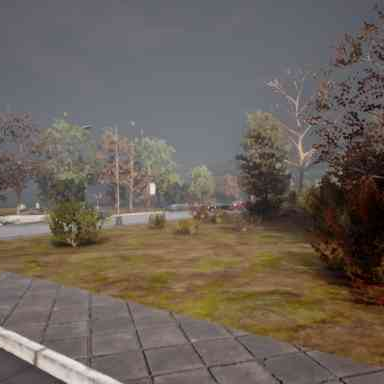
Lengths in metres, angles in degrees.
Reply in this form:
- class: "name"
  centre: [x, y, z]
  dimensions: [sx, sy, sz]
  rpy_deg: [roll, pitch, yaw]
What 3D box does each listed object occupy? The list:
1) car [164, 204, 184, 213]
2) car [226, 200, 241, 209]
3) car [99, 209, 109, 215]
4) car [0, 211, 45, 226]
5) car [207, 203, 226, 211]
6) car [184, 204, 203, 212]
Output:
- class: "car"
  centre: [-2.533, 2.679, 55.778]
  dimensions: [2.033, 1.411, 5.357]
  rpy_deg: [-3, -2, 33]
- class: "car"
  centre: [7.628, 2.032, 51.991]
  dimensions: [2.097, 1.767, 4.553]
  rpy_deg: [-3, -2, 32]
- class: "car"
  centre: [-11.202, 2.399, 35.539]
  dimensions: [2.033, 1.411, 5.357]
  rpy_deg: [-3, -2, 32]
- class: "car"
  centre: [-16.696, 2.595, 33.445]
  dimensions: [1.895, 1.301, 4.718]
  rpy_deg: [-3, -2, 33]
- class: "car"
  centre: [4.322, 2.430, 53.283]
  dimensions: [1.895, 1.301, 4.718]
  rpy_deg: [-3, -2, 32]
- class: "car"
  centre: [1.193, 2.589, 55.103]
  dimensions: [1.895, 1.301, 4.718]
  rpy_deg: [-3, -2, 32]
